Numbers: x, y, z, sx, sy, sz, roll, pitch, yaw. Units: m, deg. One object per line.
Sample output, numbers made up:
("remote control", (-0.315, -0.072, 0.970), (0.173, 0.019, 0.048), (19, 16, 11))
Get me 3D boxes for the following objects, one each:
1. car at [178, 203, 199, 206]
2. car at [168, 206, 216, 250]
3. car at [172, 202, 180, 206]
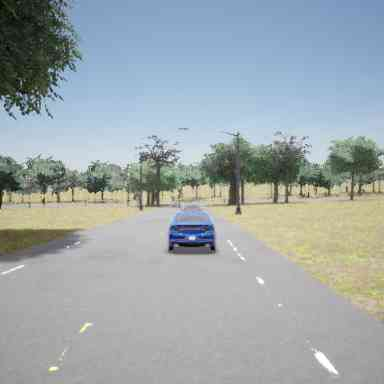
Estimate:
("car", (0.001, 1.900, 29.695), (1.837, 1.490, 4.892), (0, -1, 0))
("car", (0.001, 1.575, 14.672), (1.882, 1.535, 5.008), (0, -1, 0))
("car", (-3.498, 2.949, 76.828), (2.033, 1.411, 5.357), (0, -1, 0))
